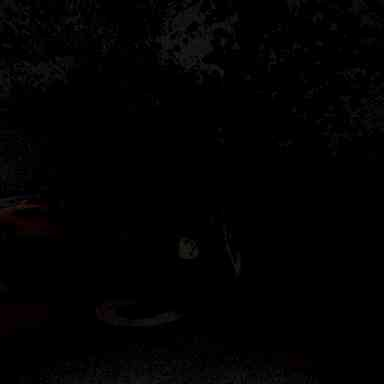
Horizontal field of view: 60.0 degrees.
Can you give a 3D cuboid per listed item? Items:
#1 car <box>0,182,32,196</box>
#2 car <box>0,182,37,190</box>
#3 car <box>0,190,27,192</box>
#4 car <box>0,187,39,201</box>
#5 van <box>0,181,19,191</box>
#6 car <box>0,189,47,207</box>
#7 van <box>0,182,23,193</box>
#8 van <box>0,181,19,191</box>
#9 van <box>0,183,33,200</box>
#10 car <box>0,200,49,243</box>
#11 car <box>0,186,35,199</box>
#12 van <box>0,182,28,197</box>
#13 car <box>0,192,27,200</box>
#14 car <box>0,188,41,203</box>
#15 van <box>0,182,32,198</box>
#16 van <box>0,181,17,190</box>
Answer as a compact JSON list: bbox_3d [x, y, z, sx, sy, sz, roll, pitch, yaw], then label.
[{"bbox_3d":[-27.800,-0.481,50.986,5.566,2.045,2.435,1,1,-30],"label":"car"},{"bbox_3d":[-15.199,0.402,29.501,5.566,2.045,2.435,1,2,-30],"label":"car"},{"bbox_3d":[-12.603,0.872,24.619,5.366,1.575,1.946,1,2,-30],"label":"car"},{"bbox_3d":[-20.784,0.252,39.067,4.792,1.488,2.163,1,1,-30],"label":"car"},{"bbox_3d":[-41.630,-1.339,74.975,4.442,1.987,1.878,1,1,-30],"label":"van"},{"bbox_3d":[-16.652,0.569,31.870,4.792,1.488,2.163,1,2,-30],"label":"car"},{"bbox_3d":[-34.716,-0.900,63.126,4.442,1.987,1.878,1,1,-30],"label":"van"},{"bbox_3d":[-40.297,-1.255,72.692,4.442,1.987,1.878,1,1,-30],"label":"van"},{"bbox_3d":[-22.280,-0.099,41.368,4.442,1.987,1.878,1,1,-31],"label":"van"},{"bbox_3d":[-6.931,1.324,15.253,5.008,1.535,2.097,1,2,-30],"label":"car"},{"bbox_3d":[-23.593,0.036,43.835,5.008,1.535,2.097,1,1,-30],"label":"car"},{"bbox_3d":[-26.482,-0.368,48.551,4.442,1.987,1.878,1,1,-30],"label":"van"},{"bbox_3d":[-8.291,1.086,17.660,4.553,1.767,2.185,1,2,-30],"label":"car"},{"bbox_3d":[-19.455,0.348,36.789,4.792,1.488,2.163,1,2,-30],"label":"car"},{"bbox_3d":[-24.885,-0.276,46.278,4.442,1.987,1.878,1,1,-30],"label":"van"},{"bbox_3d":[-43.294,-1.436,77.364,4.442,1.987,1.878,1,1,-30],"label":"van"}]
